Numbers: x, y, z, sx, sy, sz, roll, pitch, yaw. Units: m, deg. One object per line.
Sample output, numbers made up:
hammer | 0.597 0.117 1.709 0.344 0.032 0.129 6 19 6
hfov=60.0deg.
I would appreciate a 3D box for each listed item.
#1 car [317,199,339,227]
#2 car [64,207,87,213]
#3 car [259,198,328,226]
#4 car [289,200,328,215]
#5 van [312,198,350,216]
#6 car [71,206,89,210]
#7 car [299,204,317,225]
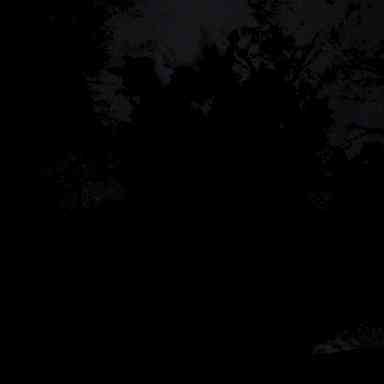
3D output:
car | 11.505 1.409 22.778 5.566 2.045 2.435 0 -1 -35
car | -28.601 4.435 81.876 5.008 1.535 2.097 0 -3 -34
car | 8.403 1.502 27.274 5.566 2.045 2.435 0 -1 -35
car | 14.195 1.852 40.437 4.553 1.767 2.185 0 -2 -34
van | 15.837 1.675 37.885 4.442 1.987 1.878 0 -2 -34
car | -26.770 4.285 79.167 4.892 1.521 2.231 0 -3 -34
car | 9.972 1.705 24.959 4.892 1.521 2.231 0 -1 -35
